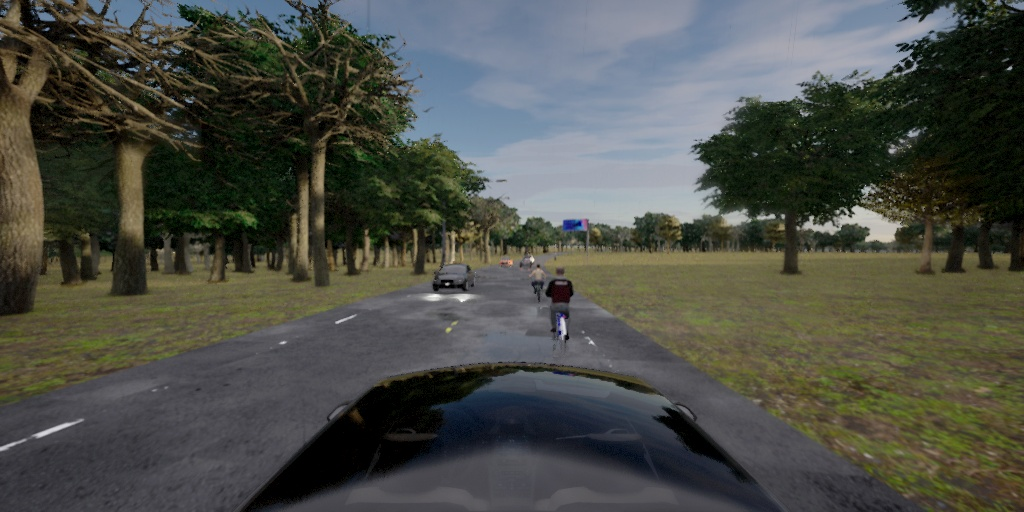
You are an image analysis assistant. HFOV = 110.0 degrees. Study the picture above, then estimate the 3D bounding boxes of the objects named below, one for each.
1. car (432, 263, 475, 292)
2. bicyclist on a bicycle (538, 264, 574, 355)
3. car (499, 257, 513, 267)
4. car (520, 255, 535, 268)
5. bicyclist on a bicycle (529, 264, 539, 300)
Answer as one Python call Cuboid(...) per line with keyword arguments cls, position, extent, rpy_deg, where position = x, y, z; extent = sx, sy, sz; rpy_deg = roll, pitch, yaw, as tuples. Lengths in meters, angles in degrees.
Cuboid(cls="car", position=(-3.293, 1.203, 20.973), extent=(1.837, 1.490, 4.892), rpy_deg=(0, 0, 2))
Cuboid(cls="bicyclist on a bicycle", position=(1.013, 1.101, 7.714), extent=(0.659, 1.776, 1.843), rpy_deg=(0, 0, 1))
Cuboid(cls="car", position=(-1.067, 0.932, 63.294), extent=(2.097, 1.767, 4.553), rpy_deg=(0, 0, 5))
Cuboid(cls="car", position=(2.280, 1.097, 58.935), extent=(2.128, 1.511, 4.902), rpy_deg=(0, 0, 4))
Cuboid(cls="bicyclist on a bicycle", position=(1.136, 1.147, 15.596), extent=(0.866, 1.612, 1.509), rpy_deg=(0, 0, 1))
